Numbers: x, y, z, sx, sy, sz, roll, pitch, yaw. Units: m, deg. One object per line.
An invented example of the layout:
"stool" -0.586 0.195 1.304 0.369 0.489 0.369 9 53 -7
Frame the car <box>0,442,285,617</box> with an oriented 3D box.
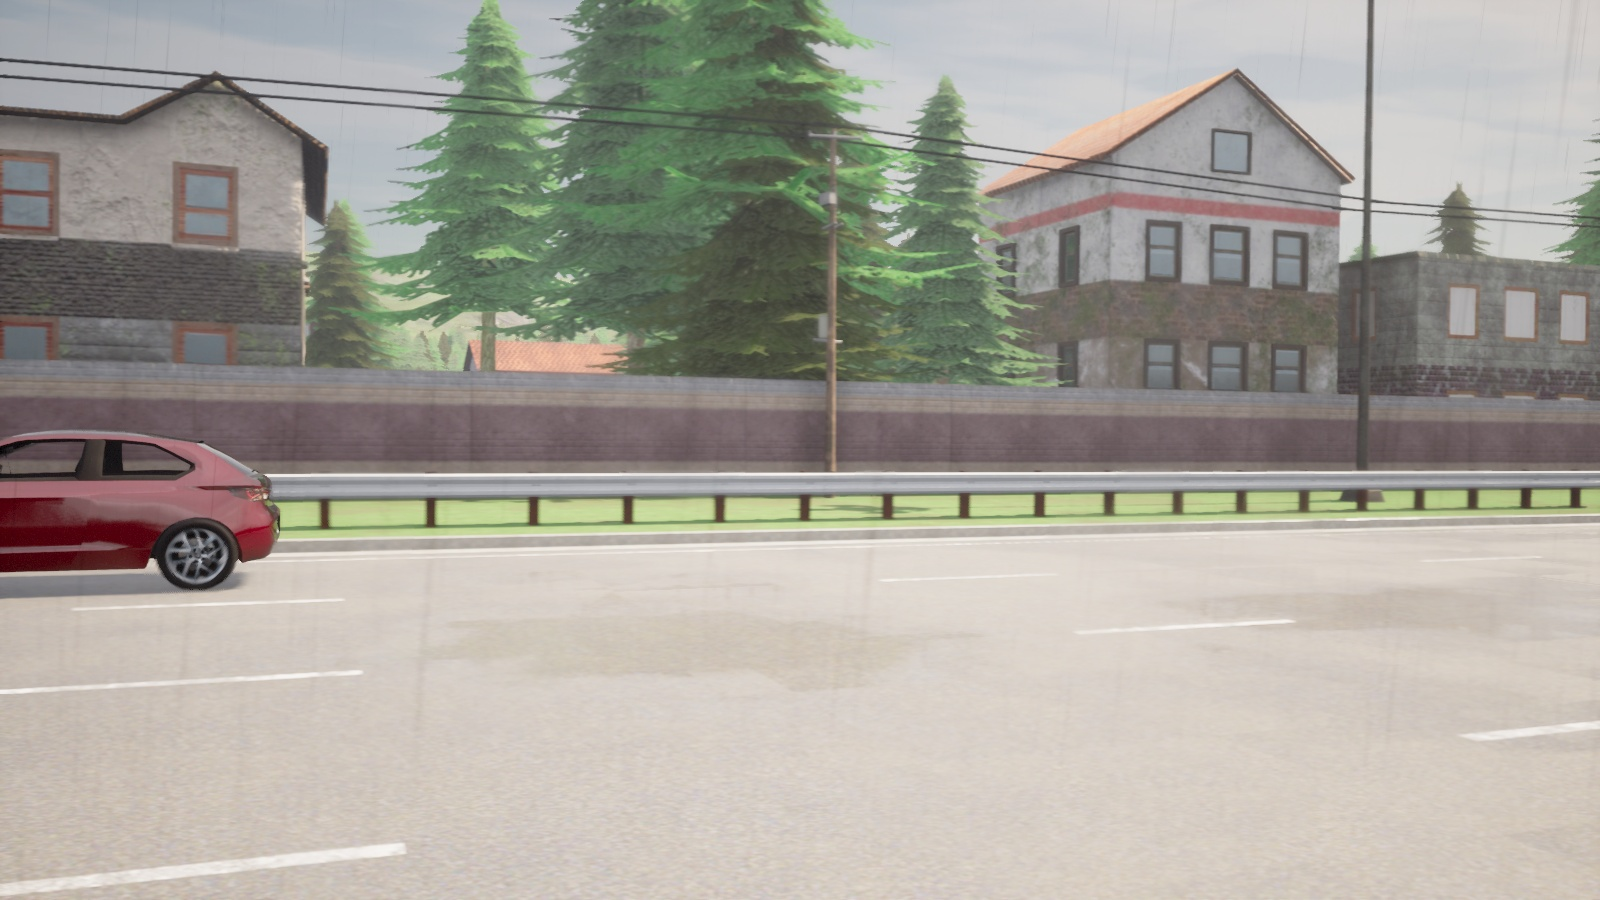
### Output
"car" -7.130 0.697 11.763 4.193 1.474 1.816 -1 1 -21
